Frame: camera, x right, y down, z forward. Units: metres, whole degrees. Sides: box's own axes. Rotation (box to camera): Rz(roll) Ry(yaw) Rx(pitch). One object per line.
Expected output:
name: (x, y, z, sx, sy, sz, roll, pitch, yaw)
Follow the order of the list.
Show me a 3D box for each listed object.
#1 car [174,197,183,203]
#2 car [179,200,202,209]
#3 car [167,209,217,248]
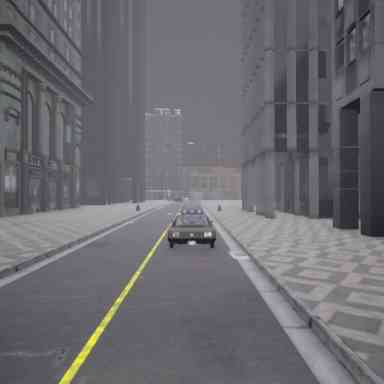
car: (-3.000, 1.729, 75.993, 1.895, 1.301, 4.718, 0, 0, 0)
car: (-0.001, 1.645, 29.683, 1.895, 1.301, 4.718, 0, 0, 0)
car: (0.000, 1.626, 14.681, 1.895, 1.301, 4.718, 0, 0, 0)
